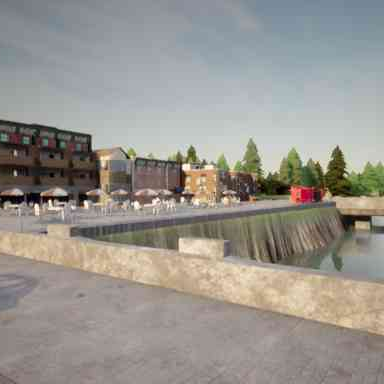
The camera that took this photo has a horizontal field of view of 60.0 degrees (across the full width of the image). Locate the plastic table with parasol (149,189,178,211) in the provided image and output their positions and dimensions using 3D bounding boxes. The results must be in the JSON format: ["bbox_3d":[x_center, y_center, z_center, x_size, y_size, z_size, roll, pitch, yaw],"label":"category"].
[{"bbox_3d":[-3.380,0.923,39.485,2.482,2.480,2.482,0,0,36],"label":"plastic table with parasol"}]
